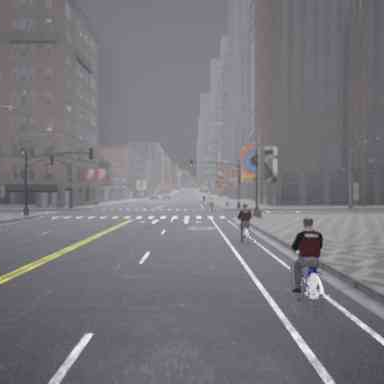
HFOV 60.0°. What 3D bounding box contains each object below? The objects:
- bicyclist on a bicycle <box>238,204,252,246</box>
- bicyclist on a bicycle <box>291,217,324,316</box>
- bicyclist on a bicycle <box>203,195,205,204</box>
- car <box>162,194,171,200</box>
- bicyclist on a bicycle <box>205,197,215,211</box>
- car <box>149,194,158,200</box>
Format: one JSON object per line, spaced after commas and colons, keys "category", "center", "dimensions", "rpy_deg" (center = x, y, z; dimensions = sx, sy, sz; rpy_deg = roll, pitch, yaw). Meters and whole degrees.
{"category": "bicyclist on a bicycle", "center": [2.255, 1.379, 14.348], "dimensions": [0.659, 1.776, 1.843], "rpy_deg": [0, 0, 0]}
{"category": "bicyclist on a bicycle", "center": [2.253, 1.374, 6.653], "dimensions": [0.659, 1.776, 1.843], "rpy_deg": [0, 0, 0]}
{"category": "bicyclist on a bicycle", "center": [2.272, 1.455, 62.437], "dimensions": [0.659, 1.776, 1.843], "rpy_deg": [0, 0, 0]}
{"category": "car", "center": [-6.471, 1.230, 85.102], "dimensions": [1.837, 1.490, 4.892], "rpy_deg": [0, 0, 0]}
{"category": "bicyclist on a bicycle", "center": [2.263, 1.442, 38.419], "dimensions": [0.866, 1.612, 1.509], "rpy_deg": [-1, -2, 0]}
{"category": "car", "center": [-9.721, 1.283, 85.103], "dimensions": [1.994, 1.385, 4.181], "rpy_deg": [0, 0, 0]}
